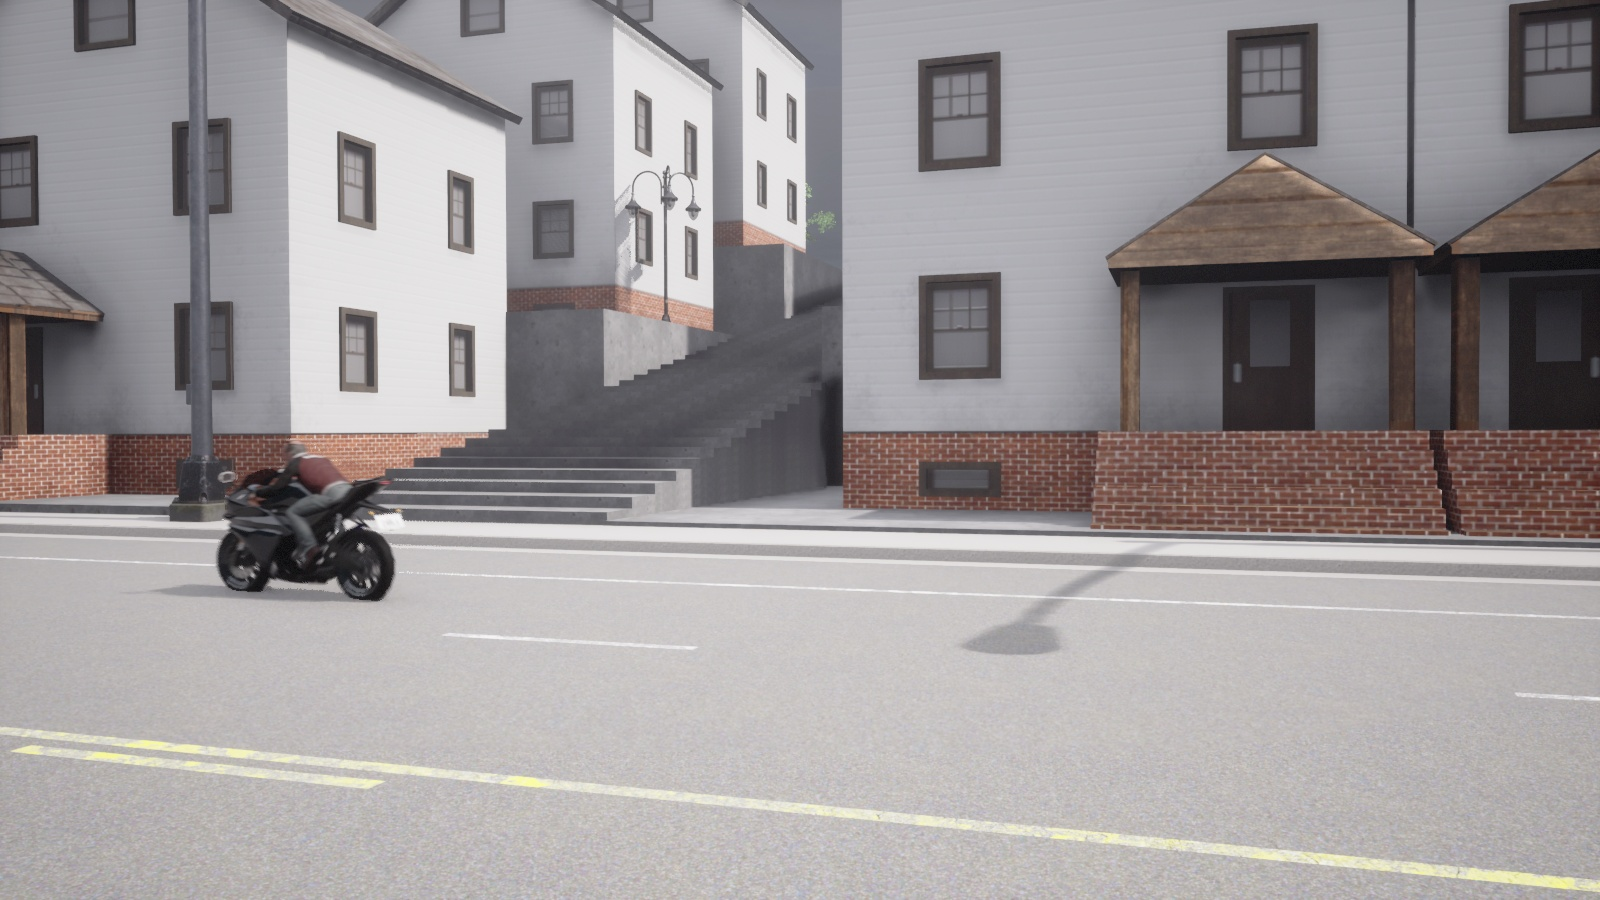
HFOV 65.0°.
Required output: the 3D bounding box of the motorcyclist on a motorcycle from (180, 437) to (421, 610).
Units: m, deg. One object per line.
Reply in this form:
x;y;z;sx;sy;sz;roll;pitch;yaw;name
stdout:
-4.809;0.650;12.075;2.191;1.530;0.866;1;2;25;motorcyclist on a motorcycle
